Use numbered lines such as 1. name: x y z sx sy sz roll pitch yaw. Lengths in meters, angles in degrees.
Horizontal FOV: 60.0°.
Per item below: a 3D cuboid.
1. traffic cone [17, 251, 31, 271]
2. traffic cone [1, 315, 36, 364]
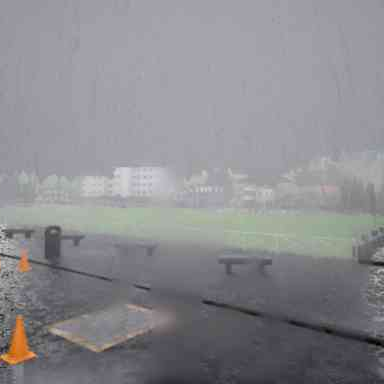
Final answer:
1. traffic cone: -5.450 2.211 10.790 0.340 0.580 0.340 -1 -2 37
2. traffic cone: -2.482 2.073 4.776 0.340 0.580 0.340 -1 -2 37
